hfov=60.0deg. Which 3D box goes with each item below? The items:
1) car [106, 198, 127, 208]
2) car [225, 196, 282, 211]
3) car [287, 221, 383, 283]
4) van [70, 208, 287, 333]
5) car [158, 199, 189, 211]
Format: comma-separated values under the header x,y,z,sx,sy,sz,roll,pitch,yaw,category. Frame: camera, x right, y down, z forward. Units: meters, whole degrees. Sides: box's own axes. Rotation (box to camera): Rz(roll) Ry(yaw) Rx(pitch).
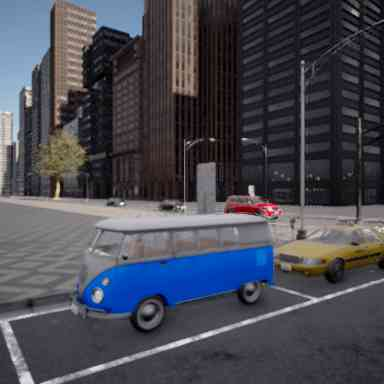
x,y,z,sx,sy,sz,roll,pitch,yaw,category
-12.205,1.698,53.542,2.128,1.511,4.902,0,0,-35,car
5.228,1.353,29.135,2.150,2.045,5.566,0,-1,-36,car
4.324,1.559,9.728,4.829,1.417,1.752,0,0,-35,car
-0.161,1.354,6.534,3.998,1.788,1.690,0,0,-35,van
-2.245,1.651,39.534,2.128,1.511,4.902,0,0,-36,car
